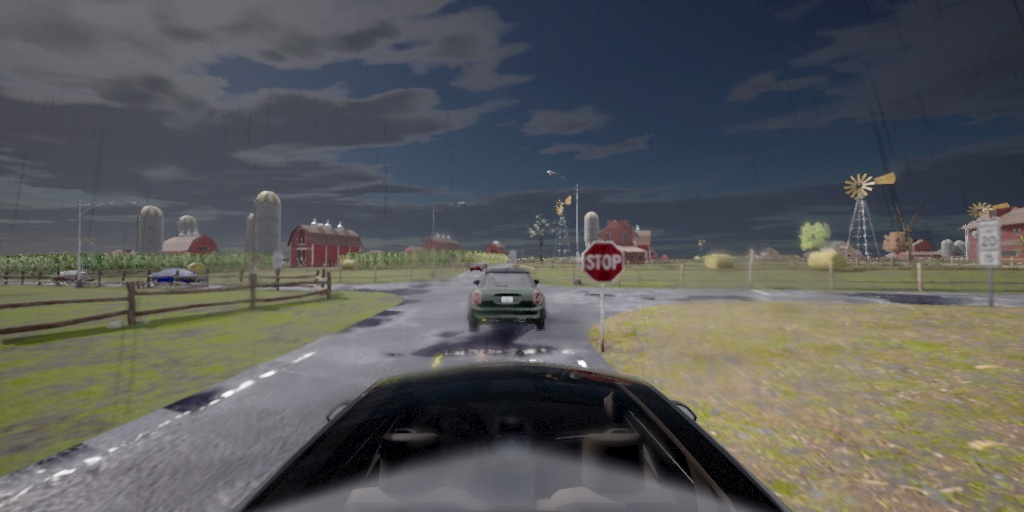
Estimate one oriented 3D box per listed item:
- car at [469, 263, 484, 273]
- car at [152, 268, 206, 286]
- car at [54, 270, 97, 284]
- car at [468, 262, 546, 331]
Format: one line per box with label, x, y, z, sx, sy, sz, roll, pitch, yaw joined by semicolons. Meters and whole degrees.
car;-5.167;1.706;52.320;1.895;1.301;4.718;0;0;-2
car;-29.190;1.836;31.434;5.008;1.535;1.882;-1;-1;21
car;-46.184;2.215;37.862;4.674;1.442;1.812;-1;-1;21
car;-0.172;1.163;11.390;2.097;1.767;4.553;0;0;-1
